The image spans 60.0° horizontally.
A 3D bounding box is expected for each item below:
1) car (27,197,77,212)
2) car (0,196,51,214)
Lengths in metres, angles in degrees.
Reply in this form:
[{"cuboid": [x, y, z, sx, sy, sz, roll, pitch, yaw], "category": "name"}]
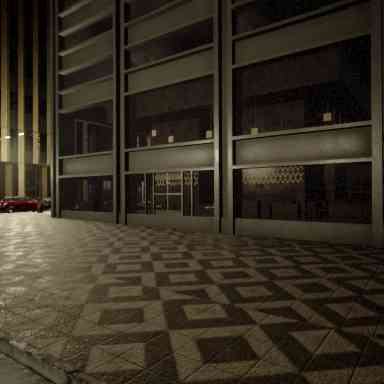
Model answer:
[{"cuboid": [-16.038, 1.339, 38.249, 2.128, 1.511, 4.902, 0, 0, 36], "category": "car"}, {"cuboid": [-16.331, 1.200, 32.378, 2.097, 1.767, 4.553, 0, 0, 36], "category": "car"}]
